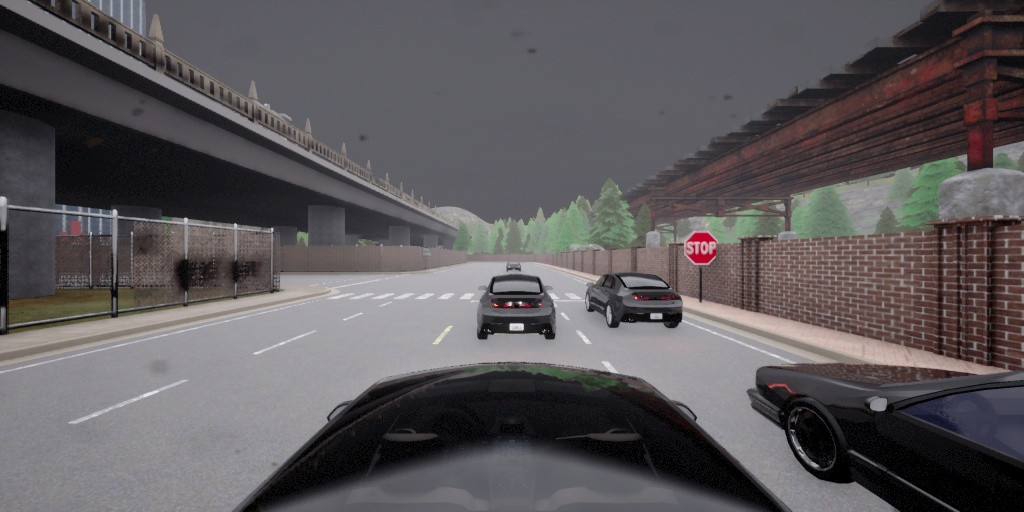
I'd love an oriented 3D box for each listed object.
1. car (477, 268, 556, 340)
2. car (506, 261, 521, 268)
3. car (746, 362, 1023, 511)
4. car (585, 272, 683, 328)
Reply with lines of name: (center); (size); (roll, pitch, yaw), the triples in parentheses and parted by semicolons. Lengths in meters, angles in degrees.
car: (0.103, 1.255, 9.998); (1.837, 1.490, 4.892); (0, 0, 0)
car: (0.209, 1.351, 46.282); (1.895, 1.301, 4.718); (0, 0, -1)
car: (3.600, 1.297, 1.609); (2.033, 1.411, 5.357); (0, 0, 0)
car: (3.606, 1.255, 11.355); (1.837, 1.490, 4.892); (0, 0, 0)
